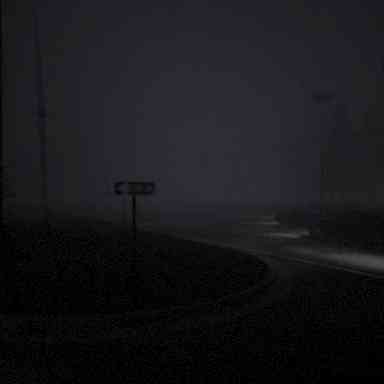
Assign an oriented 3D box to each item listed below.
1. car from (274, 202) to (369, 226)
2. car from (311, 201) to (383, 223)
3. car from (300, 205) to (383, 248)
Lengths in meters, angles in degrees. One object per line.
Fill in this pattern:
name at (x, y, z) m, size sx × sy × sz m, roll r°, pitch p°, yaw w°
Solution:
car at (7.669, 1.517, 20.758) m, size 2.033 × 1.411 × 5.357 m, roll 0°, pitch 0°, yaw -33°
car at (12.378, 1.507, 26.356) m, size 2.033 × 1.411 × 5.357 m, roll 0°, pitch 0°, yaw -33°
car at (7.407, 1.503, 14.741) m, size 1.812 × 1.442 × 4.674 m, roll 0°, pitch 0°, yaw -33°
